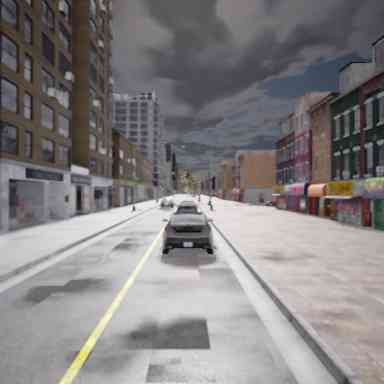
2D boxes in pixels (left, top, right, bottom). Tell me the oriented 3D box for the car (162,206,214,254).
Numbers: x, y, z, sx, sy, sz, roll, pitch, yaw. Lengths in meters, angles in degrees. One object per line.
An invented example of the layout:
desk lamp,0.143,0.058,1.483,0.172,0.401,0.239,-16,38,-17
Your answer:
car,-0.169,1.522,13.648,1.837,1.490,4.892,0,0,-1

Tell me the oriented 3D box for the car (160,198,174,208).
car,-3.578,1.576,48.399,2.128,1.511,4.902,0,0,-1

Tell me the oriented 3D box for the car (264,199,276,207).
car,15.371,1.928,60.996,4.097,1.590,1.967,1,-2,-1

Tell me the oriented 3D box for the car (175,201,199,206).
car,-0.423,1.553,30.156,1.837,1.490,4.892,0,0,-1
